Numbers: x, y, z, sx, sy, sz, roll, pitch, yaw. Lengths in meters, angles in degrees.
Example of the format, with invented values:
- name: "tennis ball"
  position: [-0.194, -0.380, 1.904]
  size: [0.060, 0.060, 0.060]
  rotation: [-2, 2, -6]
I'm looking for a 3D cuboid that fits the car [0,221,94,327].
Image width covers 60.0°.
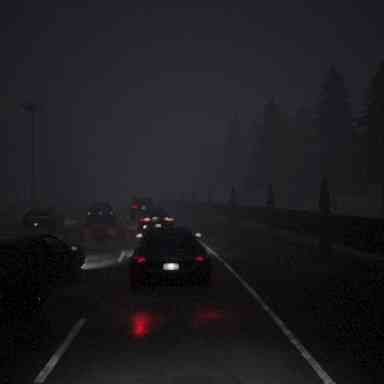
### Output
- name: "car"
  position: [-3.842, 1.626, 7.308]
  size: [2.033, 1.411, 5.357]
  rotation: [0, -1, -5]

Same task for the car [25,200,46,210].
- name: "car"
  position: [-24.656, 2.047, 52.643]
  size: [2.128, 1.511, 4.902]
  rotation: [0, -1, -14]

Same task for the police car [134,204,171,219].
- name: "police car"
  position: [-2.305, 1.714, 20.459]
  size: [2.038, 1.542, 4.974]
  rotation: [0, -1, -11]

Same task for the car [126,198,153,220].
- name: "car"
  position: [-4.878, 1.549, 31.935]
  size: [2.150, 2.045, 5.566]
  rotation: [0, -1, -14]

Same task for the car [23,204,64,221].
- name: "car"
  position: [-9.706, 1.724, 21.944]
  size: [2.128, 1.511, 4.902]
  rotation: [0, -1, -12]

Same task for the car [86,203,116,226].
- name: "car"
  position: [-7.093, 1.625, 26.141]
  size: [2.097, 1.767, 4.553]
  rotation: [0, -1, -13]

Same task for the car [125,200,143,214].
- name: "car"
  position: [-7.447, 1.895, 42.320]
  size: [1.801, 1.575, 5.366]
  rotation: [0, -1, -14]

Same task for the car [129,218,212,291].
- name: "car"
  position: [-0.640, 1.660, 9.400]
  size: [1.994, 1.385, 4.181]
  rotation: [0, -1, -5]
